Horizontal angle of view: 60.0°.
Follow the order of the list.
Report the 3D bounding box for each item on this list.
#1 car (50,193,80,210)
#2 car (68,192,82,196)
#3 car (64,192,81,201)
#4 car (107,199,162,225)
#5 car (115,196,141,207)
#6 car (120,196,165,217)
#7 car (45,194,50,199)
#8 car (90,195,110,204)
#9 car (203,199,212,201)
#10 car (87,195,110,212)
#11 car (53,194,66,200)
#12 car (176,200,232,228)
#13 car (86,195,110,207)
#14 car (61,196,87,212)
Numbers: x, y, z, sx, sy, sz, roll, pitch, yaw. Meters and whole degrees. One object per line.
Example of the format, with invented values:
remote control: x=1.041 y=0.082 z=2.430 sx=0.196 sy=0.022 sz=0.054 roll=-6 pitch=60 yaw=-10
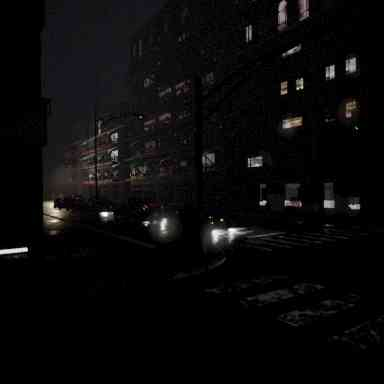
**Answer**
car: x=-15.755 y=1.313 z=41.124 sx=1.967 sy=1.590 sz=4.097 roll=-1 pitch=1 yaw=-35
car: x=-19.698 y=1.210 z=56.885 sx=2.128 sy=1.511 sz=4.902 roll=-1 pitch=1 yaw=-35
car: x=-24.961 y=0.935 z=69.280 sx=2.192 sy=1.841 sz=5.009 roll=-1 pitch=1 yaw=-35
car: x=-4.301 y=1.509 z=24.251 sx=1.887 sy=1.381 sz=4.507 roll=-1 pitch=1 yaw=-35
car: x=-8.950 y=1.266 z=46.016 sx=1.752 sy=1.417 sz=4.829 roll=-1 pitch=1 yaw=-35
car: x=-4.204 y=1.258 z=28.899 sx=2.097 sy=1.767 sz=4.553 roll=-1 pitch=1 yaw=-35
car: x=-34.718 y=1.075 z=83.467 sx=1.752 sy=1.417 sz=4.829 roll=-1 pitch=1 yaw=-35
car: x=-15.392 y=1.217 z=55.378 sx=1.752 sy=1.417 sz=4.829 roll=-1 pitch=1 yaw=-35
car: x=0.894 y=1.360 z=31.894 sx=1.887 sy=1.381 sz=4.507 roll=-1 pitch=1 yaw=-35
car: x=-9.799 y=1.426 z=37.045 sx=1.994 sy=1.385 sz=4.181 roll=-1 pitch=1 yaw=-35
car: x=-31.401 y=1.124 z=78.645 sx=2.008 sy=1.369 sz=4.403 roll=-1 pitch=1 yaw=-35
car: x=0.690 y=1.508 z=21.793 sx=1.994 sy=1.385 sz=4.181 roll=-1 pitch=1 yaw=-34
car: x=-13.746 y=1.267 z=48.323 sx=1.837 sy=1.490 sz=4.892 roll=-1 pitch=1 yaw=-34
car: x=-12.533 y=1.448 z=36.443 sx=2.008 sy=1.369 sz=4.403 roll=-1 pitch=1 yaw=-35
